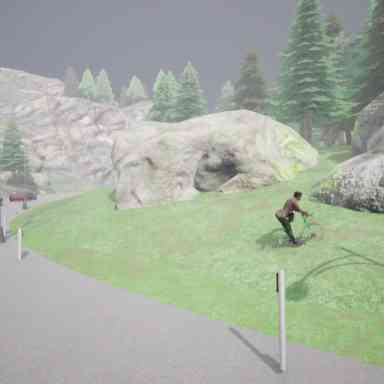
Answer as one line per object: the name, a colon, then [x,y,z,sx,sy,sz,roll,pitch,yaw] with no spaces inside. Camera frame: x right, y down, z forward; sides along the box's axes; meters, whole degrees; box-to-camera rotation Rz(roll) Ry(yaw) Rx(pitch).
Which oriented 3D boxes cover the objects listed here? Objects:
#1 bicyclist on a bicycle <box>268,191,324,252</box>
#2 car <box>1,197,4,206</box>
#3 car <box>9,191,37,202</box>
bicyclist on a bicycle: [2.820,0.814,9.149,1.656,1.620,0.582,-9,9,-6]
car: [-20.914,0.784,34.037,1.882,1.535,5.008,0,2,-11]
car: [-22.209,0.503,43.875,1.994,1.385,4.181,0,2,0]
